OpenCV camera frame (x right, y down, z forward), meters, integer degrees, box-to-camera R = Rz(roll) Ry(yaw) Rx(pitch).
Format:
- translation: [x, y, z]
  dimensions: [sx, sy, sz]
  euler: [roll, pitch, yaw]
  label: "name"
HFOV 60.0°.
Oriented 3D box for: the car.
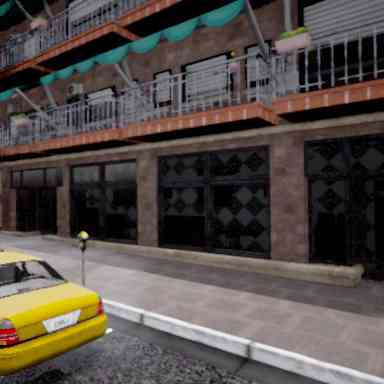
- translation: [-3.439, 1.518, 5.346]
  dimensions: [4.829, 1.417, 1.752]
  euler: [0, -1, 36]
  label: "car"
